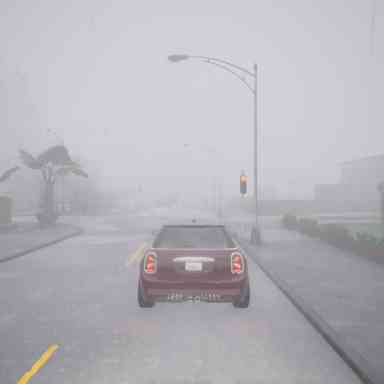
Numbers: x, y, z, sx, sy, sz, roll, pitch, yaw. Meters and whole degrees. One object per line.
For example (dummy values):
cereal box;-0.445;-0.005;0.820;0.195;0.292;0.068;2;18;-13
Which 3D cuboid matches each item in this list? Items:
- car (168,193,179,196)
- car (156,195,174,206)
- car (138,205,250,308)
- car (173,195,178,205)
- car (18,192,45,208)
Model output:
car;-3.943;1.221;68.195;2.150;2.045;5.566;0;0;1
car;-4.052;1.564;47.899;1.994;1.385;4.181;0;0;0
car;0.052;1.352;8.086;2.097;1.767;4.553;0;0;1
car;-4.022;1.601;57.801;1.895;1.301;4.718;0;0;0
car;-19.721;0.985;41.964;1.905;1.878;3.866;0;0;35
